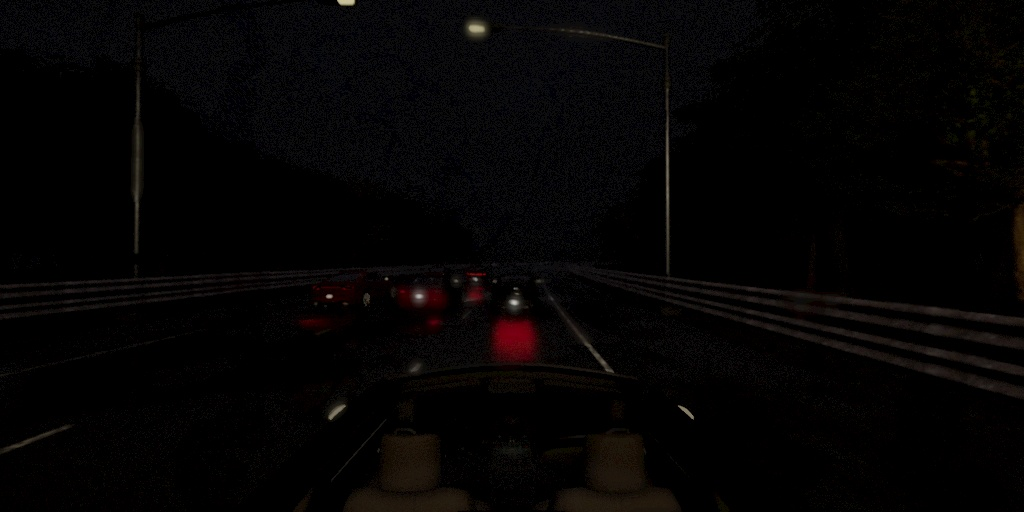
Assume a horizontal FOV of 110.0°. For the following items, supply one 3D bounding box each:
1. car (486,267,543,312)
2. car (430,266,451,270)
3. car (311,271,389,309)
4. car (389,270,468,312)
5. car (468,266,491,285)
[{"bbox_3d":[0.201,1.406,15.032,1.837,1.490,4.892,0,0,2],"label":"car"},{"bbox_3d":[-6.036,1.608,30.536,1.812,1.442,4.674,0,0,5],"label":"car"},{"bbox_3d":[-6.763,1.389,15.952,1.882,1.535,5.008,0,0,2],"label":"car"},{"bbox_3d":[-3.300,1.465,15.095,1.994,1.385,4.181,0,-1,3],"label":"car"},{"bbox_3d":[-2.576,1.580,29.905,1.837,1.490,4.892,0,0,4],"label":"car"}]
